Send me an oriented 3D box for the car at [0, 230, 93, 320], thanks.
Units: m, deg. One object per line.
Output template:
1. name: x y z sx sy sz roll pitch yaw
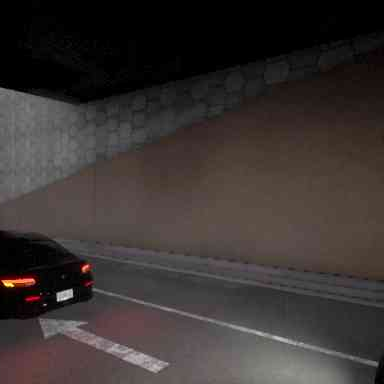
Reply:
1. car: -3.955 1.526 6.793 4.674 1.442 1.812 0 0 36

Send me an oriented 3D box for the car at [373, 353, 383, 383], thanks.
1. car: 3.487 1.505 1.427 4.892 1.490 1.837 0 0 36
